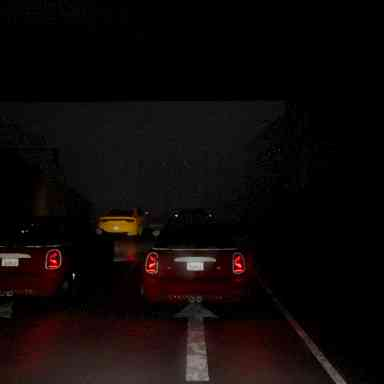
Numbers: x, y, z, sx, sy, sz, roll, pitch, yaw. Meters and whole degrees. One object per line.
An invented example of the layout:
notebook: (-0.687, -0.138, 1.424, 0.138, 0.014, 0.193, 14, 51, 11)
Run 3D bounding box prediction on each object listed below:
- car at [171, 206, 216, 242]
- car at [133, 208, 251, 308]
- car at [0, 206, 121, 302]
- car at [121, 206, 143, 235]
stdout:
car: (0.068, 1.547, 17.618, 2.033, 1.411, 5.357, 0, 0, 0)
car: (0.067, 1.352, 8.092, 2.097, 1.767, 4.553, 0, 0, 0)
car: (-3.428, 1.352, 8.419, 2.097, 1.767, 4.553, 0, 0, 0)
car: (-3.433, 1.478, 17.508, 1.882, 1.535, 5.008, 0, 0, 0)
